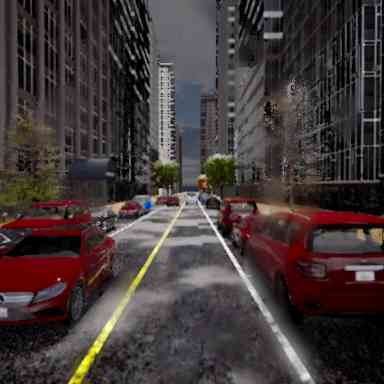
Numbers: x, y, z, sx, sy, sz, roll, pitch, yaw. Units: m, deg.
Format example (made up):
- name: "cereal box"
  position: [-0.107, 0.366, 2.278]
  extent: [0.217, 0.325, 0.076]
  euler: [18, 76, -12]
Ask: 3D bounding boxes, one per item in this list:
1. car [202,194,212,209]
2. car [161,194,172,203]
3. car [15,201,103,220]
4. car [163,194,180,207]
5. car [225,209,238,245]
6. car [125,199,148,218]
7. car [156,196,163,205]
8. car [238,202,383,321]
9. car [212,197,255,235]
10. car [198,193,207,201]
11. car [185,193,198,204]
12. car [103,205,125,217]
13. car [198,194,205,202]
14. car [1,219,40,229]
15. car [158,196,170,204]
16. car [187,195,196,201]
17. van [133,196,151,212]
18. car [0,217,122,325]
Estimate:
- name: "car"
  position: [2.736, 1.436, 44.450]
  extent: [1.837, 1.490, 4.892]
  euler: [0, 0, 0]
- name: "car"
  position: [-5.350, 1.339, 69.327]
  extent: [1.967, 1.590, 4.097]
  euler: [-1, 0, 0]
- name: "car"
  position: [-5.333, 1.293, 12.841]
  extent: [2.192, 1.841, 5.009]
  euler: [-1, 0, 0]
- name: "car"
  position: [-2.840, 1.400, 50.555]
  extent: [1.882, 1.535, 5.008]
  euler: [0, 0, 0]
- name: "car"
  position: [2.518, 1.559, 12.874]
  extent: [1.802, 1.307, 4.206]
  euler: [-1, 0, 0]
- name: "car"
  position: [-5.335, 1.534, 29.787]
  extent: [1.802, 1.307, 4.206]
  euler: [-1, 0, 0]
- name: "car"
  position: [-5.344, 1.494, 58.030]
  extent: [1.802, 1.307, 4.206]
  euler: [-1, 0, 0]
- name: "car"
  position: [2.516, 1.302, 7.225]
  extent: [2.192, 1.841, 5.009]
  euler: [-1, 0, 0]
- name: "car"
  position: [2.512, 1.283, 18.522]
  extent: [2.192, 1.841, 5.009]
  euler: [-1, 0, 0]
- name: "car"
  position: [2.525, 1.201, 80.658]
  extent: [2.192, 1.841, 5.009]
  euler: [-1, 0, 0]
- name: "car"
  position: [-0.014, 1.126, 60.400]
  extent: [2.150, 2.045, 5.566]
  euler: [0, 0, 1]
- name: "car"
  position: [-5.332, 1.519, 18.490]
  extent: [2.008, 1.369, 4.403]
  euler: [-1, 0, 0]
- name: "car"
  position: [2.536, 1.463, 58.064]
  extent: [2.008, 1.369, 4.403]
  euler: [-1, 0, 0]
- name: "car"
  position: [-5.328, 1.538, 7.193]
  extent: [2.008, 1.369, 4.403]
  euler: [-1, 0, 0]
- name: "car"
  position: [-5.349, 1.450, 63.680]
  extent: [1.887, 1.381, 4.507]
  euler: [-1, 0, 0]
- name: "car"
  position: [-0.025, 1.339, 77.769]
  extent: [2.033, 1.411, 5.357]
  euler: [0, 0, 0]
- name: "van"
  position: [-5.340, 1.284, 35.435]
  extent: [1.690, 1.788, 3.998]
  euler: [-1, 0, 0]
- name: "car"
  position: [-2.853, 1.513, 7.219]
  extent: [1.812, 1.442, 4.674]
  euler: [0, 0, 0]
